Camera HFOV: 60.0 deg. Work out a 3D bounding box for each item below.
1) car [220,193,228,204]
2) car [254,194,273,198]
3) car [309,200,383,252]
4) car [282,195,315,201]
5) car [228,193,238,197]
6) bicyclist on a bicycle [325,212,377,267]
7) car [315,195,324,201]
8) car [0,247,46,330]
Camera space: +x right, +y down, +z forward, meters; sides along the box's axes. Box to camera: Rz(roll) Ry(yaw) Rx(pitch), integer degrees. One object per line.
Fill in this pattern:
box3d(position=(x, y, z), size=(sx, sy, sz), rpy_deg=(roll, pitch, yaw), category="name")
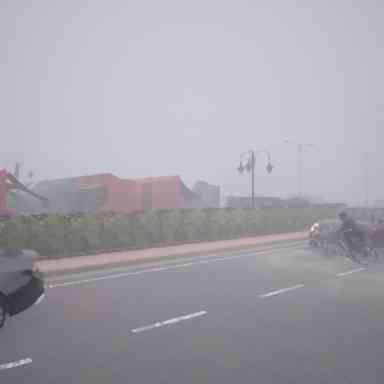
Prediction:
box3d(position=(6.153, 1.222, 80.269), size=(1.905, 1.878, 3.866), rpy_deg=(0, 0, -36), category="car")
box3d(position=(14.242, 1.459, 64.553), size=(1.970, 1.475, 3.806), rpy_deg=(0, 0, -36), category="car")
box3d(position=(6.709, 1.354, 13.291), size=(4.553, 1.767, 2.097), rpy_deg=(0, 0, -36), category="car")
box3d(position=(13.981, 1.215, 45.626), size=(1.932, 1.855, 4.605), rpy_deg=(0, 0, -36), category="car")
box3d(position=(8.525, 1.219, 81.928), size=(1.932, 1.855, 4.605), rpy_deg=(0, 0, -36), category="car")
box3d(position=(4.864, 1.456, 10.312), size=(0.582, 1.620, 1.656), rpy_deg=(0, -2, -36), category="bicyclist on a bicycle")
box3d(position=(16.122, 1.425, 47.245), size=(1.784, 1.438, 3.905), rpy_deg=(0, 0, -36), category="car")
box3d(position=(-4.786, 1.492, 4.816), size=(4.902, 1.511, 2.128), rpy_deg=(0, 0, -36), category="car")
